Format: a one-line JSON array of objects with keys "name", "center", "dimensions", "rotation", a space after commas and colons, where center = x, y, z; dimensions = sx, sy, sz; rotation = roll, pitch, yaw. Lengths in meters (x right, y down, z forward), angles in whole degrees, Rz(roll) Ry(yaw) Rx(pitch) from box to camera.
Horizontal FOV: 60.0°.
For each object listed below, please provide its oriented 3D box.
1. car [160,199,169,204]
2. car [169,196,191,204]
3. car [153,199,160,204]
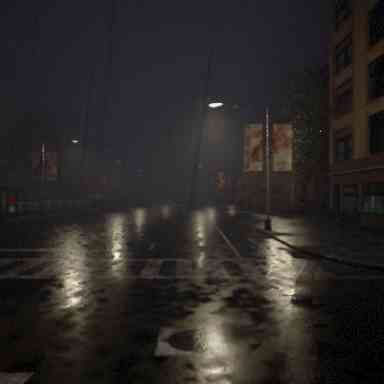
[{"name": "car", "center": [-5.856, 2.498, 86.882], "dimensions": [1.895, 1.301, 4.718], "rotation": [0, -1, 21]}, {"name": "car", "center": [-2.950, 2.112, 84.767], "dimensions": [2.150, 2.045, 5.566], "rotation": [0, -1, 21]}, {"name": "car", "center": [-7.677, 2.532, 90.487], "dimensions": [1.895, 1.301, 4.718], "rotation": [0, -1, 30]}]
